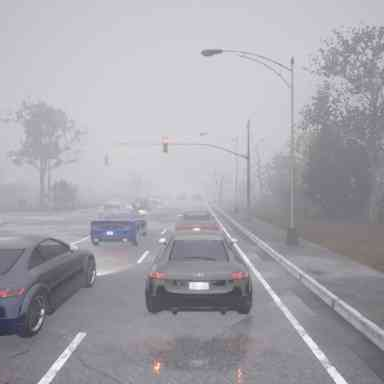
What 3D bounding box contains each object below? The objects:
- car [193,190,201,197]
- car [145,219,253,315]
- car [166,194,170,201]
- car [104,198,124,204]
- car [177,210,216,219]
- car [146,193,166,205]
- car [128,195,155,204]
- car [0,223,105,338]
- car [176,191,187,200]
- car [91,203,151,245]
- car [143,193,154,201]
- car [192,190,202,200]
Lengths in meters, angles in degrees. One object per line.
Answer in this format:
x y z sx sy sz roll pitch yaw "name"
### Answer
1.249 0.313 84.031 1.837 1.490 4.892 0 3 1 "car"
0.145 1.564 7.659 1.994 1.385 4.181 0 0 1 "car"
-5.935 1.089 73.142 2.033 1.411 5.357 0 3 1 "car"
-10.041 1.524 43.148 1.812 1.442 4.674 0 0 1 "car"
0.232 1.563 16.058 1.994 1.385 4.181 0 0 1 "car"
-6.270 1.348 57.888 2.097 1.767 4.553 0 0 1 "car"
-6.536 1.489 42.944 2.128 1.511 4.902 0 0 1 "car"
-3.357 1.564 6.633 1.994 1.385 4.181 0 0 0 "car"
-2.418 1.042 74.092 1.994 1.385 4.181 0 3 1 "car"
-3.279 1.477 15.620 1.882 1.535 5.008 0 0 -1 "car"
-9.446 1.086 72.475 1.837 1.490 4.892 0 2 1 "car"
1.081 0.846 73.993 2.097 1.767 4.553 0 3 1 "car"
